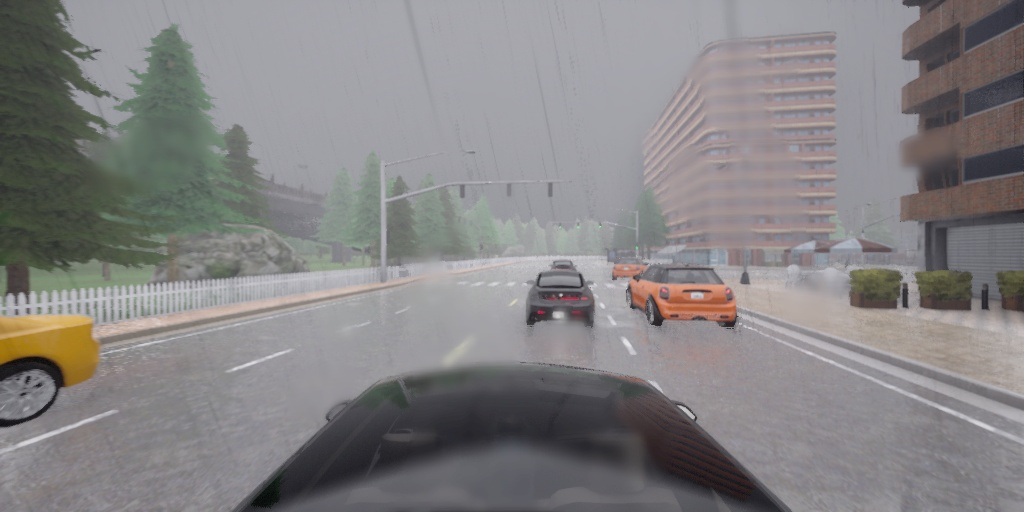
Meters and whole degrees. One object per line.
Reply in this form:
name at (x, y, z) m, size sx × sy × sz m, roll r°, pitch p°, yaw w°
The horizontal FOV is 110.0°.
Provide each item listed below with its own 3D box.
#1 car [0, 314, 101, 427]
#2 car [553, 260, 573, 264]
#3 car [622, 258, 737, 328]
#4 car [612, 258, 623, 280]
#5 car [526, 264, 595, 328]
car at (-6.775, 1.222, 2.849) m, size 1.882 × 1.535 × 5.008 m, roll 0°, pitch 0°, yaw 3°
car at (3.815, 1.066, 26.771) m, size 1.837 × 1.490 × 4.892 m, roll 0°, pitch 0°, yaw 9°
car at (5.035, 1.028, 11.298) m, size 2.097 × 1.767 × 4.553 m, roll 0°, pitch 0°, yaw 8°
car at (9.233, 0.934, 27.433) m, size 2.097 × 1.767 × 4.553 m, roll 1°, pitch 0°, yaw 30°
car at (1.492, 1.185, 11.190) m, size 1.837 × 1.490 × 4.892 m, roll 0°, pitch 1°, yaw 8°
